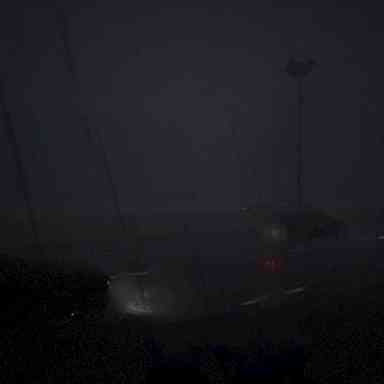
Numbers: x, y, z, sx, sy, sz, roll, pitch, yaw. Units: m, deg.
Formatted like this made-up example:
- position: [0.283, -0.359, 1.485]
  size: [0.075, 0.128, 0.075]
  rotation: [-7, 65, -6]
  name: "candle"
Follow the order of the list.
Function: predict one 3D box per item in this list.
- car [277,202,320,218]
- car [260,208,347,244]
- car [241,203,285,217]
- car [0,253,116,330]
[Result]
- position: [10.625, 1.785, 33.104]
  size: [4.181, 1.385, 1.994]
  rotation: [1, 0, -36]
  name: "car"
- position: [5.744, 1.617, 16.463]
  size: [4.892, 1.490, 1.837]
  rotation: [1, 0, -36]
  name: "car"
- position: [7.598, 1.812, 35.244]
  size: [4.718, 1.301, 1.895]
  rotation: [1, 0, -36]
  name: "car"
- position: [-4.005, 1.545, 5.188]
  size: [5.357, 1.411, 2.033]
  rotation: [1, 0, -36]
  name: "car"
